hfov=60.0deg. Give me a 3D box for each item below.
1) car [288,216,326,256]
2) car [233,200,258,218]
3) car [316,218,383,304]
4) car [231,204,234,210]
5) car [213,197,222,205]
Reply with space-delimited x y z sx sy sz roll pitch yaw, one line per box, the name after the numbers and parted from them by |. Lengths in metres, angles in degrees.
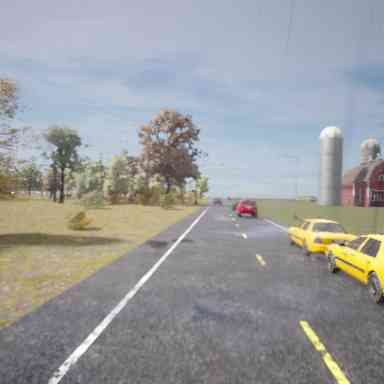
5.560 1.846 14.742 1.801 1.575 5.366 2 -1 5 | car
6.543 1.931 39.720 2.150 2.045 5.566 2 0 4 | car
5.089 1.759 8.760 1.801 1.575 5.366 2 -1 5 | car
7.728 2.432 55.676 1.837 1.490 4.892 2 -1 5 | car
6.769 2.450 87.917 2.150 2.045 5.566 2 -1 5 | car
